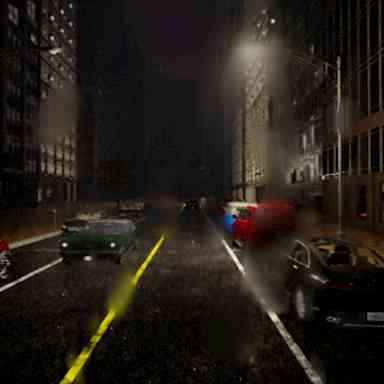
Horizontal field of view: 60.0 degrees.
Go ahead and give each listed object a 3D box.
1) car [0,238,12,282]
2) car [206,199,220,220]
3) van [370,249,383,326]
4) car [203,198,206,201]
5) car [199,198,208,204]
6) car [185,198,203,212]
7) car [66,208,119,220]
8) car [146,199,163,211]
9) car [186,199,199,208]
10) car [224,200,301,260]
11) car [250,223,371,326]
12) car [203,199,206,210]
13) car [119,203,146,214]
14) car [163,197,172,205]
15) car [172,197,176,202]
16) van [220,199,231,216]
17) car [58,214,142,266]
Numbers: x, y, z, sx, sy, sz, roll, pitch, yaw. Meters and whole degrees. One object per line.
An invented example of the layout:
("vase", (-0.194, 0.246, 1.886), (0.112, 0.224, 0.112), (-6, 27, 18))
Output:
("car", (-5.682, 1.488, 7.019), (1.967, 1.590, 4.097), (1, 0, 0))
("car", (2.698, 1.512, 29.615), (2.192, 1.841, 5.009), (1, 0, 0))
("van", (2.700, 1.352, 1.407), (1.690, 1.788, 3.998), (1, 0, 0))
("car", (2.694, 1.833, 46.707), (1.752, 1.417, 4.829), (1, 0, 0))
("car", (2.690, 2.068, 80.385), (2.008, 1.369, 4.403), (1, 0, 0))
("car", (0.097, 1.792, 44.306), (1.837, 1.490, 4.892), (0, -2, 0))
("car", (-5.684, 1.673, 18.304), (2.008, 1.369, 4.403), (1, 0, 0))
("car", (-5.687, 1.857, 46.517), (2.008, 1.369, 4.403), (1, 0, 0))
("car", (0.092, 1.911, 55.461), (2.033, 1.411, 5.357), (0, 0, 0))
("car", (2.699, 1.401, 12.691), (2.192, 1.841, 5.009), (1, 0, 0))
("car", (2.697, 1.599, 7.048), (2.008, 1.369, 4.403), (1, 0, 0))
("car", (2.693, 1.852, 40.895), (1.802, 1.307, 4.206), (1, 0, 0))
("car", (-5.686, 1.747, 29.589), (2.008, 1.369, 4.403), (1, 0, 0))
("car", (-5.689, 1.992, 69.087), (1.887, 1.381, 4.507), (1, 0, 0))
("car", (-5.692, 2.110, 91.489), (1.752, 1.417, 4.829), (1, 0, 0))
("van", (2.698, 1.464, 18.332), (1.690, 1.788, 3.998), (1, 0, 0))
("car", (-3.081, 1.682, 12.082), (1.895, 1.301, 4.718), (0, 0, 0))
